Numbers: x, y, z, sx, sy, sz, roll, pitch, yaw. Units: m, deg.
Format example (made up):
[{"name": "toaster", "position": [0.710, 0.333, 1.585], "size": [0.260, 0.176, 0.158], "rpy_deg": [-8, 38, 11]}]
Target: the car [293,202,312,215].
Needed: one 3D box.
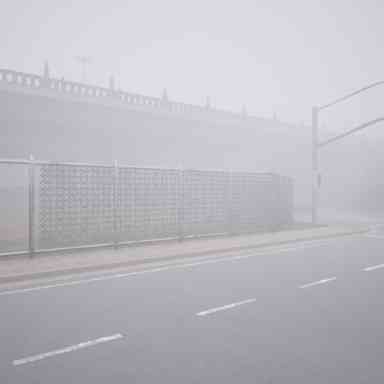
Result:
[{"name": "car", "position": [10.442, 1.656, 34.611], "size": [1.895, 1.301, 4.718], "rpy_deg": [0, 0, -36]}]

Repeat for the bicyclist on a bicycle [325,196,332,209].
[{"name": "bicyclist on a bicycle", "position": [17.735, 1.356, 43.290], "size": [1.656, 1.620, 0.582], "rpy_deg": [0, 0, -36]}]
